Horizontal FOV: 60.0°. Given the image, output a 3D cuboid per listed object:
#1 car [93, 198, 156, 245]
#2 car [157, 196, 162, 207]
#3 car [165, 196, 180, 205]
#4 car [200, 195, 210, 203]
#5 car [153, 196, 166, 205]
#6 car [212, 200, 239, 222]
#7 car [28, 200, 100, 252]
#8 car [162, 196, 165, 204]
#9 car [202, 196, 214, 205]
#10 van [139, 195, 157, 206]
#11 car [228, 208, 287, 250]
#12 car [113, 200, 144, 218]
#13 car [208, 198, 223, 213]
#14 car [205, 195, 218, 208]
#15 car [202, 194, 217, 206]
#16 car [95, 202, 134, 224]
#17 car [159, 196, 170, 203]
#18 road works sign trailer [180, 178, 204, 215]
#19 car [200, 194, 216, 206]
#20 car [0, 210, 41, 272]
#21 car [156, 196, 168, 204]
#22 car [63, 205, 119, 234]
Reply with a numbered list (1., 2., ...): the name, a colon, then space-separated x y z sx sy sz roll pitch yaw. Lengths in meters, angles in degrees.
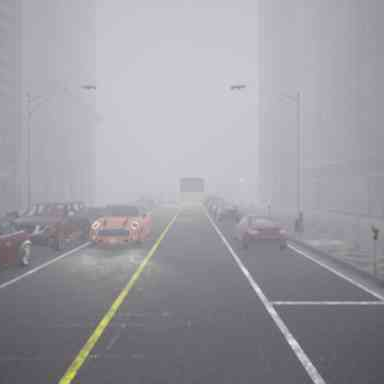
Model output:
1. car: -3.100 1.329 15.325 2.097 1.767 4.553 0 0 0
2. car: -5.766 1.465 47.578 1.752 1.417 4.829 0 0 0
3. car: -3.063 1.412 56.443 1.882 1.535 5.008 0 0 0
4. car: 2.758 1.369 70.296 1.967 1.590 4.097 0 0 0
5. car: -5.766 1.499 59.021 1.947 1.339 4.313 0 0 0
6. car: 2.760 1.546 25.207 1.802 1.307 4.206 0 0 0
7. car: -5.766 1.294 13.928 2.192 1.841 5.009 0 0 0
8. car: -5.766 1.518 53.385 1.802 1.307 4.206 0 0 0
9. car: 2.759 1.500 59.024 1.947 1.339 4.313 0 0 0
10. van: -5.767 1.285 42.111 1.690 1.788 3.998 0 0 0
11. car: 2.760 1.562 13.934 1.802 1.307 4.206 0 0 0
12. car: -5.765 1.507 30.838 2.008 1.369 4.403 0 0 0
13. car: 2.760 1.539 30.844 1.802 1.307 4.206 0 0 0
14. car: 2.759 1.391 36.480 1.967 1.590 4.097 0 0 0
15. car: 2.758 1.252 53.387 2.192 1.841 5.009 0 0 0
16. car: -5.765 1.529 25.201 1.947 1.339 4.313 0 0 0
17. car: -5.766 1.479 70.294 2.008 1.369 4.403 0 0 0
18. road works sign trailer: 0.000 0.419 32.731 2.380 3.560 2.880 0 0 0
19. car: 2.758 1.256 47.751 2.192 1.841 5.009 0 0 0
20. car: -5.766 1.427 8.291 1.967 1.590 4.097 0 0 0
21. car: -5.766 1.496 64.658 1.947 1.339 4.313 0 0 0
22. car: -5.765 1.537 19.565 1.947 1.339 4.313 0 0 0
